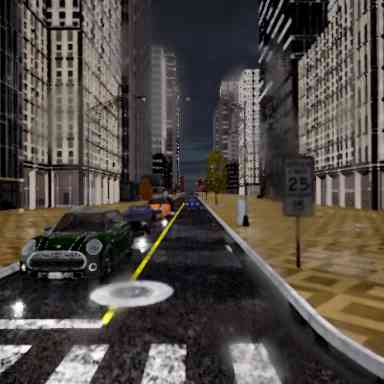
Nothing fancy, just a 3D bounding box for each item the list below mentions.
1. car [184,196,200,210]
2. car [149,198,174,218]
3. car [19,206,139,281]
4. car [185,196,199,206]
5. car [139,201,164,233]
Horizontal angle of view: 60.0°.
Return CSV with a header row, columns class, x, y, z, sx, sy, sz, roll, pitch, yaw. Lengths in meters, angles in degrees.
class,x,y,z,sx,sy,sz,roll,pitch,yaw
car,0.017,1.442,41.152,2.033,1.411,5.357,0,0,0
car,-2.992,1.287,28.693,2.097,1.767,4.553,0,0,0
car,-3.115,1.326,9.895,2.097,1.767,4.553,0,0,1
car,0.022,1.363,51.572,2.128,1.511,4.902,0,0,0
car,-3.064,1.502,19.368,2.033,1.411,5.357,0,0,0
